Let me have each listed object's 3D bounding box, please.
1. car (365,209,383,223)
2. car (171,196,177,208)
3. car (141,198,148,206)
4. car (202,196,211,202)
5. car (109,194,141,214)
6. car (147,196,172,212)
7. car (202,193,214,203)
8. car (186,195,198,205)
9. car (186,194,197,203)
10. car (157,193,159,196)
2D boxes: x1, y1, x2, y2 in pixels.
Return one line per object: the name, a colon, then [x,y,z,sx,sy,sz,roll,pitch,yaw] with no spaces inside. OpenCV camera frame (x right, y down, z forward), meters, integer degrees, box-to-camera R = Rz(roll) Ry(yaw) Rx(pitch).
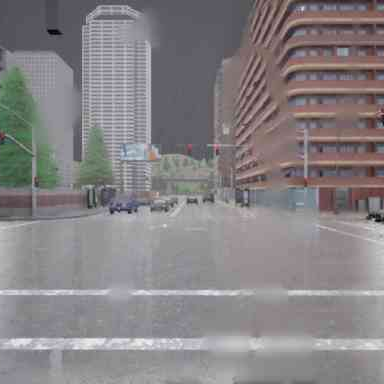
car: [15.001,1.492,23.271,5.357,1.411,2.033,0,0,-12]
car: [-3.657,1.525,49.206,1.812,1.442,4.674,0,0,0]
car: [-7.163,1.547,49.909,2.033,1.411,5.357,0,0,0]
car: [3.397,1.576,78.268,1.895,1.301,4.718,0,0,0]
car: [-7.147,1.216,35.212,2.150,2.045,5.566,0,1,0]
car: [-3.648,1.526,38.279,1.812,1.442,4.674,0,0,0]
car: [3.410,1.221,68.701,2.150,2.045,5.566,0,0,0]
car: [0.024,1.477,59.495,1.882,1.535,5.008,0,0,0]
car: [-0.091,1.352,69.487,2.097,1.767,4.553,0,0,0]
car: [-7.108,1.525,65.985,1.812,1.442,4.674,0,0,0]
